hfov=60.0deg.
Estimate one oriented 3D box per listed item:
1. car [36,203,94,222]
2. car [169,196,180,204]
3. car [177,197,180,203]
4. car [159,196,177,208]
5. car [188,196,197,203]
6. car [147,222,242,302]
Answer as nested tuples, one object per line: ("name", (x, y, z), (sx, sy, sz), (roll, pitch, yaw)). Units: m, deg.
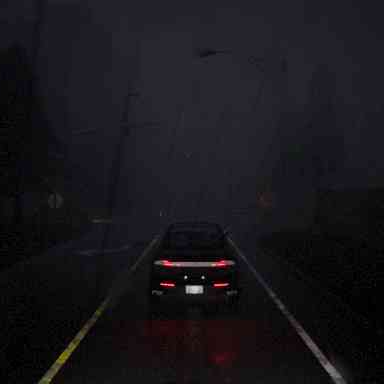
("car", (-9.818, 1.578, 25.883), (4.181, 1.385, 1.994), (0, 0, -4))
("car", (-3.445, 1.564, 66.101), (1.994, 1.385, 4.181), (0, 0, 1))
("car", (-3.513, 1.478, 56.130), (1.882, 1.535, 5.008), (0, 0, 0))
("car", (-3.524, 1.526, 46.841), (1.812, 1.442, 4.674), (0, 0, 0))
("car", (0.091, 1.491, 69.472), (2.128, 1.511, 4.902), (0, 0, 0))
("car", (0.065, 1.492, 8.242), (2.128, 1.511, 4.902), (0, 0, 1))
